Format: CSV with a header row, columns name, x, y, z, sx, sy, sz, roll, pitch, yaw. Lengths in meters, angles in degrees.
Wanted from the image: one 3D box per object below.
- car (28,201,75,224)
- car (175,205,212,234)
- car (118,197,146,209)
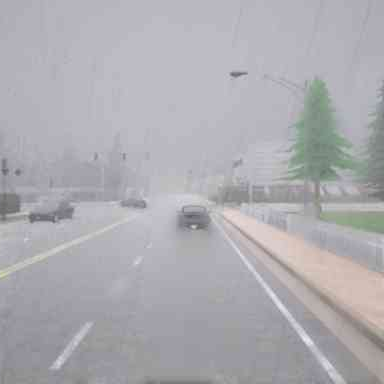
name,x,y,z,sx,sy,sz,roll,pitch,yaw
car,-10.547,1.481,25.326,1.882,1.535,5.008,0,1,1
car,0.100,1.507,19.258,1.837,1.490,4.892,0,0,0
car,-8.044,1.511,44.595,1.837,1.490,4.892,3,-2,-43
